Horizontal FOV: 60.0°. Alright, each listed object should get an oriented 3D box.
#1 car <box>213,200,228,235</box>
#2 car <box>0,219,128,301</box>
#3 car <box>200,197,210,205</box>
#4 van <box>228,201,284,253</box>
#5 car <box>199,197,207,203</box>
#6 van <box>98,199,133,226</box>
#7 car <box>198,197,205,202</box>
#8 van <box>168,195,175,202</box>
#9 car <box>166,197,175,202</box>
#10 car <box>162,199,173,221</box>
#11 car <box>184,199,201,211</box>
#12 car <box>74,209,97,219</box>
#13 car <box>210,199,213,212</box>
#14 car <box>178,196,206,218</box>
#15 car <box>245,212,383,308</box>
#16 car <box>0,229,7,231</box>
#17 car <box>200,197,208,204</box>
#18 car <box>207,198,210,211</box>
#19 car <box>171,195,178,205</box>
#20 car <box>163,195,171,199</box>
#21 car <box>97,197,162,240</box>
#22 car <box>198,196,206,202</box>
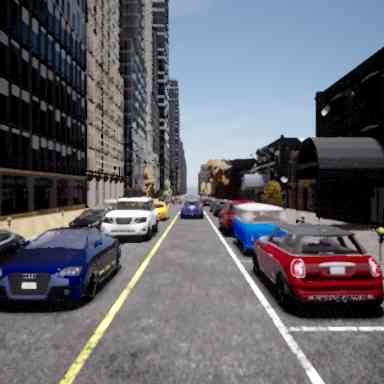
[{"bbox_3d":[2.674,1.406,19.338,2.192,1.841,5.009,-1,0,0],"label":"car"},{"bbox_3d":[-3.089,1.603,8.320,1.994,1.385,4.181,0,0,0],"label":"car"},{"bbox_3d":[2.676,1.876,70.133,1.887,1.381,4.507,-1,0,0],"label":"car"},{"bbox_3d":[2.675,1.406,13.694,1.690,1.788,3.998,-1,0,0],"label":"van"},{"bbox_3d":[2.675,1.912,81.591,1.752,1.417,4.829,-1,0,0],"label":"car"},{"bbox_3d":[-5.673,1.458,25.036,1.690,1.788,3.998,-1,0,0],"label":"van"},{"bbox_3d":[2.675,2.006,92.709,1.947,1.339,4.313,-1,0,0],"label":"car"},{"bbox_3d":[-5.679,1.782,92.765,1.690,1.788,3.998,-1,0,0],"label":"van"},{"bbox_3d":[-5.672,1.979,87.120,1.947,1.339,4.313,-1,0,0],"label":"car"},{"bbox_3d":[-3.051,1.613,29.041,1.882,1.535,5.008,0,0,1],"label":"car"},{"bbox_3d":[0.051,1.704,45.044,2.128,1.511,4.902,0,0,1],"label":"car"},{"bbox_3d":[-5.669,1.657,19.391,1.947,1.339,4.313,-1,0,0],"label":"car"},{"bbox_3d":[3.144,1.663,33.956,1.837,1.490,4.892,0,0,0],"label":"car"},{"bbox_3d":[0.009,1.499,31.559,2.097,1.767,4.553,0,0,0],"label":"car"},{"bbox_3d":[2.677,1.479,8.049,1.967,1.590,4.097,-1,0,0],"label":"car"},{"bbox_3d":[-5.668,1.604,8.102,1.947,1.339,4.313,-1,0,0],"label":"car"},{"bbox_3d":[2.676,1.940,75.777,1.802,1.307,4.206,-1,0,0],"label":"car"},{"bbox_3d":[3.144,1.696,40.957,1.837,1.490,4.892,0,0,0],"label":"car"},{"bbox_3d":[-3.007,1.851,68.032,1.812,1.442,4.674,0,0,0],"label":"car"},{"bbox_3d":[-5.671,1.870,64.543,1.947,1.339,4.313,-1,0,0],"label":"car"},{"bbox_3d":[-3.090,1.305,17.731,2.150,2.045,5.566,0,0,0],"label":"car"},{"bbox_3d":[2.673,1.853,87.065,1.967,1.590,4.097,-1,0,0],"label":"car"}]
